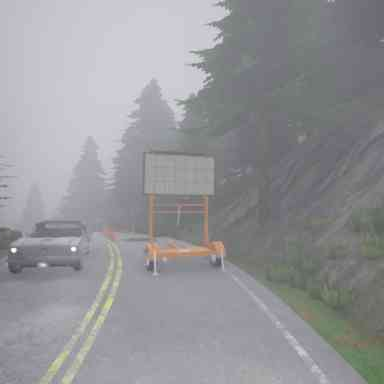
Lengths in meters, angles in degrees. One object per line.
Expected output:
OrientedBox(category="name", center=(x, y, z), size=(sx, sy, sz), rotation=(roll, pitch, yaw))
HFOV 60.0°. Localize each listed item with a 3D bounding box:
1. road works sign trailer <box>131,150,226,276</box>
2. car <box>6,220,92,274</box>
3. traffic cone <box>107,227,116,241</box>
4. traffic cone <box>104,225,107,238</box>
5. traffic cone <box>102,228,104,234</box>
OrientedBox(category="road works sign trailer", center=(-0.444, 0.523, 10.690), size=(2.380, 3.560, 2.880), rotation=(1, -1, -18))
OrientedBox(category="car", center=(-4.329, 1.609, 10.731), size=(1.895, 1.301, 4.718), rotation=(1, -1, -13))
OrientedBox(category="traffic cone", center=(-4.007, 2.187, 16.865), size=(0.340, 0.580, 0.340), rotation=(2, -3, -19))
OrientedBox(category="traffic cone", center=(-4.651, 2.290, 18.758), size=(0.340, 0.580, 0.340), rotation=(2, -4, -19))
OrientedBox(category="traffic cone", center=(-5.295, 2.415, 20.649), size=(0.340, 0.580, 0.340), rotation=(2, -5, -19))
